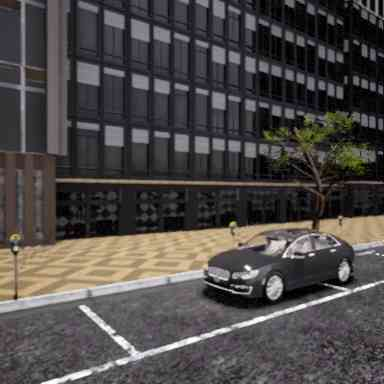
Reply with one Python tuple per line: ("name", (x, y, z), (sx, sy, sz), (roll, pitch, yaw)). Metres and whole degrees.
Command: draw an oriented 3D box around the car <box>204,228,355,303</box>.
("car", (2.301, 1.611, 8.216), (4.403, 1.369, 2.008), (1, -1, -36))
